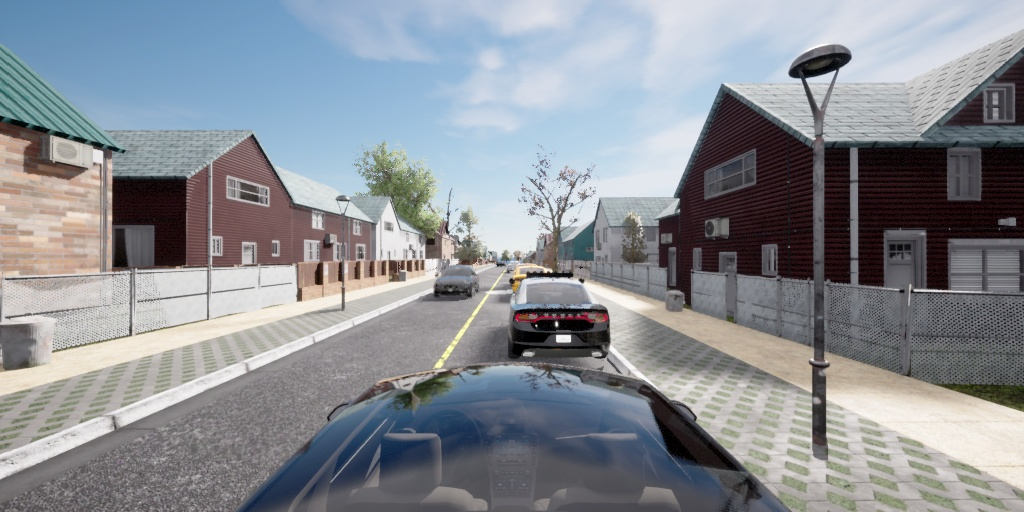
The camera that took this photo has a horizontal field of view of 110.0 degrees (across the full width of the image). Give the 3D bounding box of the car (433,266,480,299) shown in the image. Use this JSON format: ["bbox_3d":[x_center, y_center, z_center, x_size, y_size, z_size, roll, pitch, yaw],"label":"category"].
[{"bbox_3d":[-2.727,1.264,18.392,1.837,1.490,4.892,0,0,0],"label":"car"}]

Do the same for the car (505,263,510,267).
[{"bbox_3d":[0.345,1.383,45.730,1.812,1.442,4.674,0,0,1],"label":"car"}]

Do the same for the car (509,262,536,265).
[{"bbox_3d":[0.948,1.238,18.458,1.882,1.535,5.008,0,0,0],"label":"car"}]

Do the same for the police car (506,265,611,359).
[{"bbox_3d":[0.879,1.176,8.567,1.930,1.638,5.238,0,0,0],"label":"police car"}]
